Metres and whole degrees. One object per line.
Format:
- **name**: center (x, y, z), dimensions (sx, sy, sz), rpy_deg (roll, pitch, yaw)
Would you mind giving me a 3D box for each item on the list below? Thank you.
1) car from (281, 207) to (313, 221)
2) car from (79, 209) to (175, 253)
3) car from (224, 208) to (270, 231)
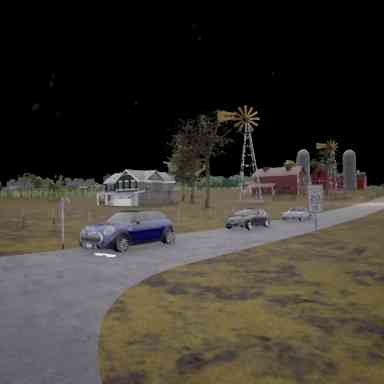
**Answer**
- **car**: center (10.771, 2.230, 33.993), dimensions (1.895, 1.301, 4.718), rpy_deg (-2, -1, 36)
- **car**: center (-2.843, 1.624, 15.223), dimensions (2.097, 1.767, 4.553), rpy_deg (-2, -2, 36)
- **car**: center (4.225, 2.004, 24.990), dimensions (1.837, 1.490, 4.892), rpy_deg (-2, -2, 36)
